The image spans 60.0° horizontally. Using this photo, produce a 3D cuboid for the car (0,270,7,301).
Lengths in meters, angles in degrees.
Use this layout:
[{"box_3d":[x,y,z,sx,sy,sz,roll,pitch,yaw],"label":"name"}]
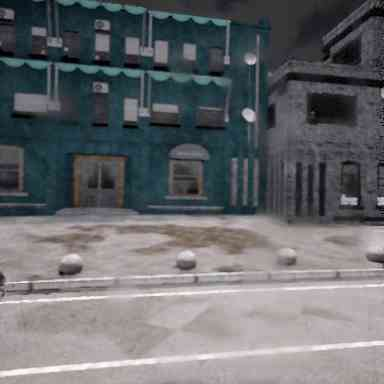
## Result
[{"box_3d":[-5.537,1.534,4.931,4.902,1.511,2.128,-1,-1,-14],"label":"car"}]
